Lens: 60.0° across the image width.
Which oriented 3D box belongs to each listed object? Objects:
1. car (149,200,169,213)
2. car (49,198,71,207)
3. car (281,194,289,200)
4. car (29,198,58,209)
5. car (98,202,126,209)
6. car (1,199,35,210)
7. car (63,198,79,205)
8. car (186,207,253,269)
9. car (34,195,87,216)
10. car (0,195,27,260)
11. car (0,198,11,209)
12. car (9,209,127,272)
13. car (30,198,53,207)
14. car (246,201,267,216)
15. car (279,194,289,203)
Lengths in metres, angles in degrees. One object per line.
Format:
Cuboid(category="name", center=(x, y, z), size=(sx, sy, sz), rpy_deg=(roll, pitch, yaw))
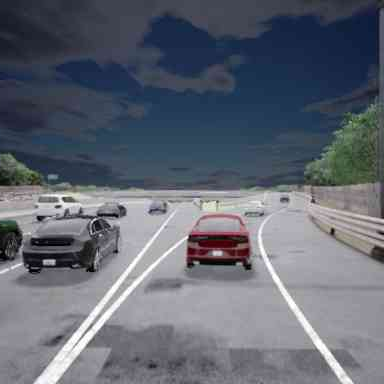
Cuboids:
Cuboid(category="car", center=(-3.747, 1.653, 37.888), size=(2.033, 1.411, 5.357), rpy_deg=(0, -1, 0))
Cuboid(category="car", center=(-24.905, 1.933, 63.009), size=(2.128, 1.511, 4.902), rpy_deg=(0, -1, 0))
Cuboid(category="car", center=(22.982, 1.284, 82.237), size=(1.994, 1.385, 4.181), rpy_deg=(-1, 1, 16))
Cuboid(category="car", center=(-21.379, 1.671, 48.186), size=(1.882, 1.535, 5.008), rpy_deg=(0, -1, 0))
Cuboid(category="car", center=(-7.097, 1.606, 29.732), size=(1.994, 1.385, 4.181), rpy_deg=(0, 0, 0))
Cuboid(category="car", center=(-24.873, 1.731, 47.745), size=(2.033, 1.411, 5.357), rpy_deg=(0, -1, 0))
Cuboid(category="car", center=(-28.500, 2.223, 78.439), size=(1.837, 1.490, 4.892), rpy_deg=(0, -1, 0))
Cuboid(category="car", center=(0.989, 1.477, 11.304), size=(1.882, 1.535, 5.008), rpy_deg=(0, 0, 7))
Cuboid(category="car", center=(-10.578, 1.244, 26.752), size=(2.150, 2.045, 5.566), rpy_deg=(0, 0, 0))
Cuboid(category="car", center=(-6.969, 1.217, 9.215), size=(2.150, 2.045, 5.566), rpy_deg=(0, 0, 0))
Cuboid(category="car", center=(-28.371, 1.658, 47.897), size=(1.882, 1.535, 5.008), rpy_deg=(0, -1, 0))
Cuboid(category="car", center=(-3.579, 1.506, 10.725), size=(1.837, 1.490, 4.892), rpy_deg=(0, 0, 0))
Cuboid(category="car", center=(-28.404, 1.940, 63.020), size=(2.128, 1.511, 4.902), rpy_deg=(0, -1, 0))
Cuboid(category="car", center=(6.535, 1.632, 33.975), size=(1.812, 1.442, 4.674), rpy_deg=(-1, -1, 19))
Cuboid(category="car", center=(20.083, 1.520, 72.550), size=(1.837, 1.490, 4.892), rpy_deg=(-1, 1, 17))
